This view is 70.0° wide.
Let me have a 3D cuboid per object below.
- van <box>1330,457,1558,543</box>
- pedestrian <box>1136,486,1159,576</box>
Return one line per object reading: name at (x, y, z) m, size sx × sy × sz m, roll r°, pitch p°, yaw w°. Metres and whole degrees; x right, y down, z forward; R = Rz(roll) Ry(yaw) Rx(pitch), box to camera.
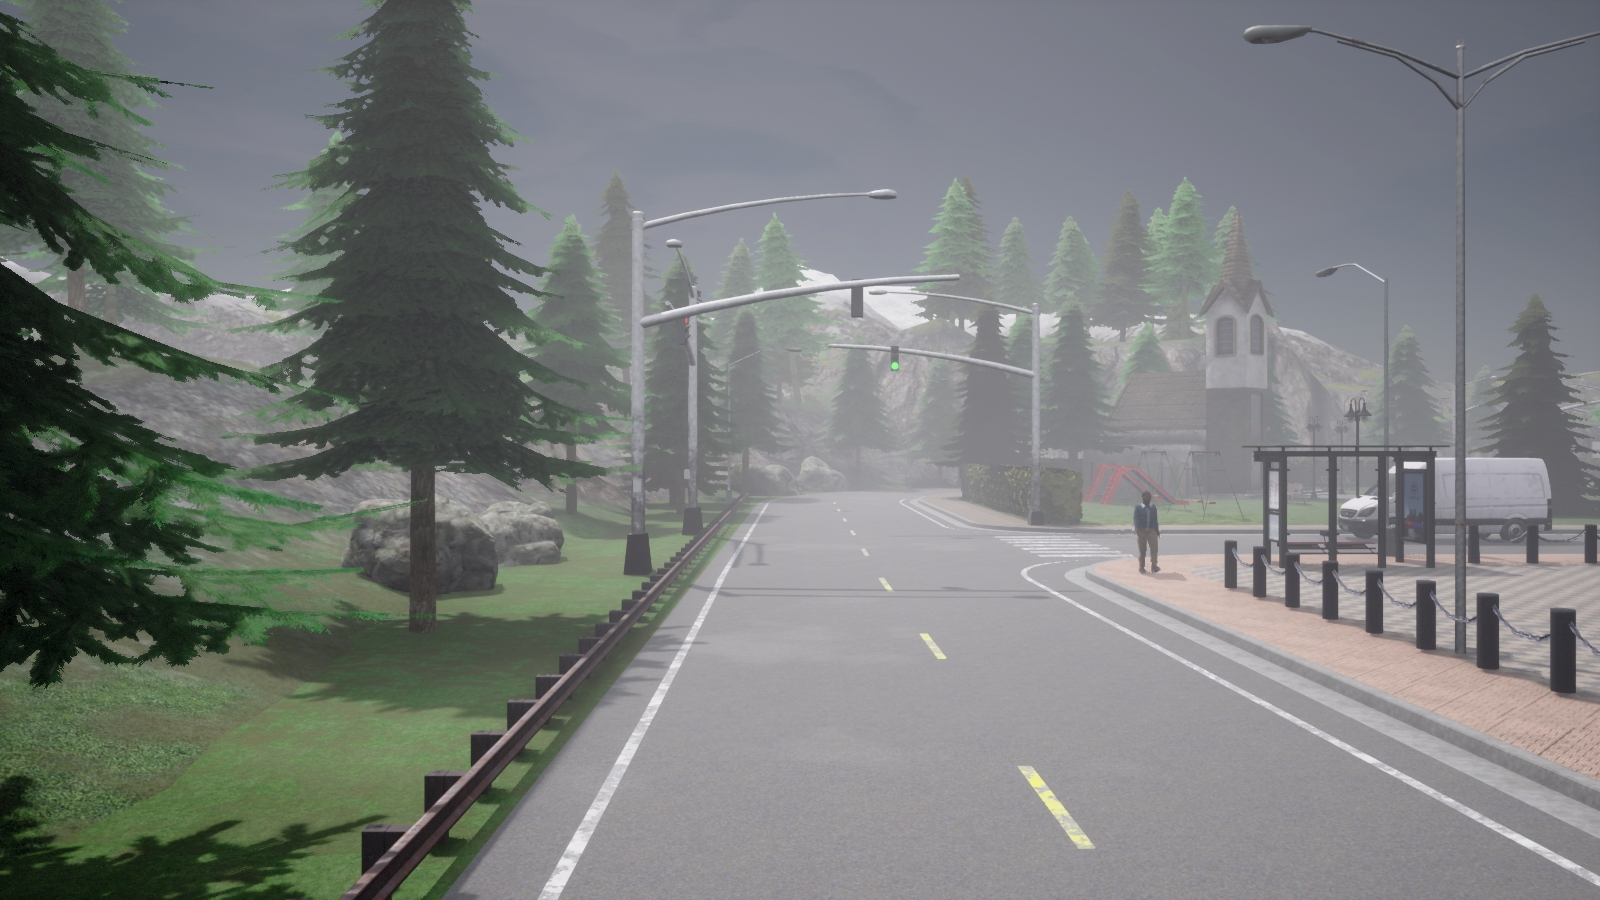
van at (19.746, 1.515, 35.223) m, size 5.915 × 2.561 × 1.988 m, roll 0°, pitch 0°, yaw 0°
pedestrian at (7.293, 1.691, 23.978) m, size 0.375 × 1.860 × 0.375 m, roll 0°, pitch 0°, yaw 0°
